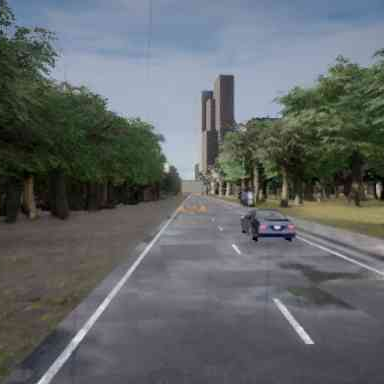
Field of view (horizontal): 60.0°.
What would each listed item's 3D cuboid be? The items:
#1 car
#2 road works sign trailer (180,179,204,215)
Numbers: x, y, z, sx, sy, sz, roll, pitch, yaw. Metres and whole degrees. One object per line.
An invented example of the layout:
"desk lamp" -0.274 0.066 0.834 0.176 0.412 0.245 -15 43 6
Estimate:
"car" 3.607 1.555 16.559 2.033 1.411 5.357 0 0 0
"road works sign trailer" 0.012 0.492 33.835 2.380 3.560 2.880 0 0 0
